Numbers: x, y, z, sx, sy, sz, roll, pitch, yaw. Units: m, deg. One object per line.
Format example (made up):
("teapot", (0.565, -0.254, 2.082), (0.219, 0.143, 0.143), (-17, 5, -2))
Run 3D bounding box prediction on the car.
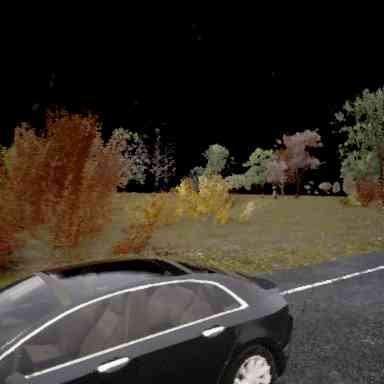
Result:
("car", (-1.052, 1.510, 3.242), (4.892, 1.490, 1.837), (0, 0, -35))
